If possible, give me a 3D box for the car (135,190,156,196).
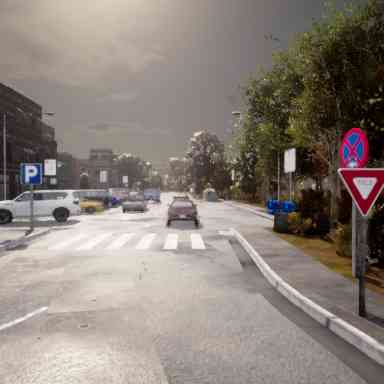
[{"bbox_3d":[-12.620,0.303,90.632,5.366,1.575,1.946,-1,0,-22],"label":"car"}]

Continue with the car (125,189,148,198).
[{"bbox_3d":[-12.102,0.369,72.561,4.553,1.767,2.185,-1,0,-22],"label":"car"}]

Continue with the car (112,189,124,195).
[{"bbox_3d":[-10.862,0.780,39.562,4.553,1.767,2.185,-1,1,-22],"label":"car"}]

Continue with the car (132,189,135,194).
[{"bbox_3d":[-11.139,0.657,48.575,4.553,1.767,2.185,-1,1,-22],"label":"car"}]

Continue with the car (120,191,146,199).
[{"bbox_3d":[-11.838,0.601,66.571,4.674,1.452,2.002,-1,1,-22],"label":"car"}]

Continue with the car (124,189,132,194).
[{"bbox_3d":[-11.026,0.697,45.576,4.553,1.767,2.185,-1,1,-22],"label":"car"}]

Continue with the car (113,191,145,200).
[{"bbox_3d":[-11.446,0.626,60.646,5.366,1.575,1.946,-1,1,-22],"label":"car"}]

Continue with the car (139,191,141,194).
[{"bbox_3d":[-11.372,0.454,54.583,5.566,2.045,2.435,-1,1,-22],"label":"car"}]

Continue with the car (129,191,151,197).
[{"bbox_3d":[-12.305,0.471,78.571,4.674,1.452,2.002,-1,0,-22],"label":"car"}]

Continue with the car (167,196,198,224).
[{"bbox_3d":[-0.614,1.206,21.267,1.812,1.442,4.674,0,1,-2],"label":"car"}]

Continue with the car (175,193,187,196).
[{"bbox_3d":[-1.317,0.917,39.620,2.128,1.511,4.902,0,1,-2],"label":"car"}]

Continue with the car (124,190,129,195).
[{"bbox_3d":[-10.944,0.904,42.571,4.674,1.452,2.002,-1,1,-22],"label":"car"}]

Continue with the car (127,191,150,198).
[{"bbox_3d":[-12.158,0.491,75.583,4.792,1.488,2.163,-1,0,-22],"label":"car"}]

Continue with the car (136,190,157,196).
[{"bbox_3d":[-12.747,0.273,93.631,5.366,1.575,1.946,-1,0,-22],"label":"car"}]

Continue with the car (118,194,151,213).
[{"bbox_3d":[-5.179,1.151,30.405,1.895,1.301,4.718,0,1,-2],"label":"car"}]

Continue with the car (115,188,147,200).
[{"bbox_3d":[-11.720,0.345,63.592,5.566,2.045,2.435,-1,0,-22],"label":"car"}]

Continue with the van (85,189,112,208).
[{"bbox_3d":[-10.702,0.764,33.514,4.442,1.987,1.878,-1,1,-22],"label":"van"}]

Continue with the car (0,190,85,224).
[{"bbox_3d":[-10.121,0.904,21.537,5.566,2.045,2.435,-1,1,-22],"label":"car"}]

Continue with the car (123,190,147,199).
[{"bbox_3d":[-11.988,0.403,69.562,4.553,1.767,2.185,-1,0,-22],"label":"car"}]

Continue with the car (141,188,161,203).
[{"bbox_3d":[-5.832,0.621,49.135,2.150,2.045,5.566,0,1,-2],"label":"car"}]

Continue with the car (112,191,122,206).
[{"bbox_3d":[-10.703,0.946,36.565,5.008,1.535,2.097,-1,1,-22],"label":"car"}]

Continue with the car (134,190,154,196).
[{"bbox_3d":[-12.674,0.341,87.563,4.892,1.521,2.231,-1,0,-22],"label":"car"}]

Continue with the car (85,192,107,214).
[{"bbox_3d":[-10.177,1.065,27.635,5.366,1.575,1.946,-1,1,-22],"label":"car"}]

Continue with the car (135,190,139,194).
[{"bbox_3d":[-11.258,0.773,51.589,4.792,1.488,2.163,-1,1,-22],"label":"car"}]
